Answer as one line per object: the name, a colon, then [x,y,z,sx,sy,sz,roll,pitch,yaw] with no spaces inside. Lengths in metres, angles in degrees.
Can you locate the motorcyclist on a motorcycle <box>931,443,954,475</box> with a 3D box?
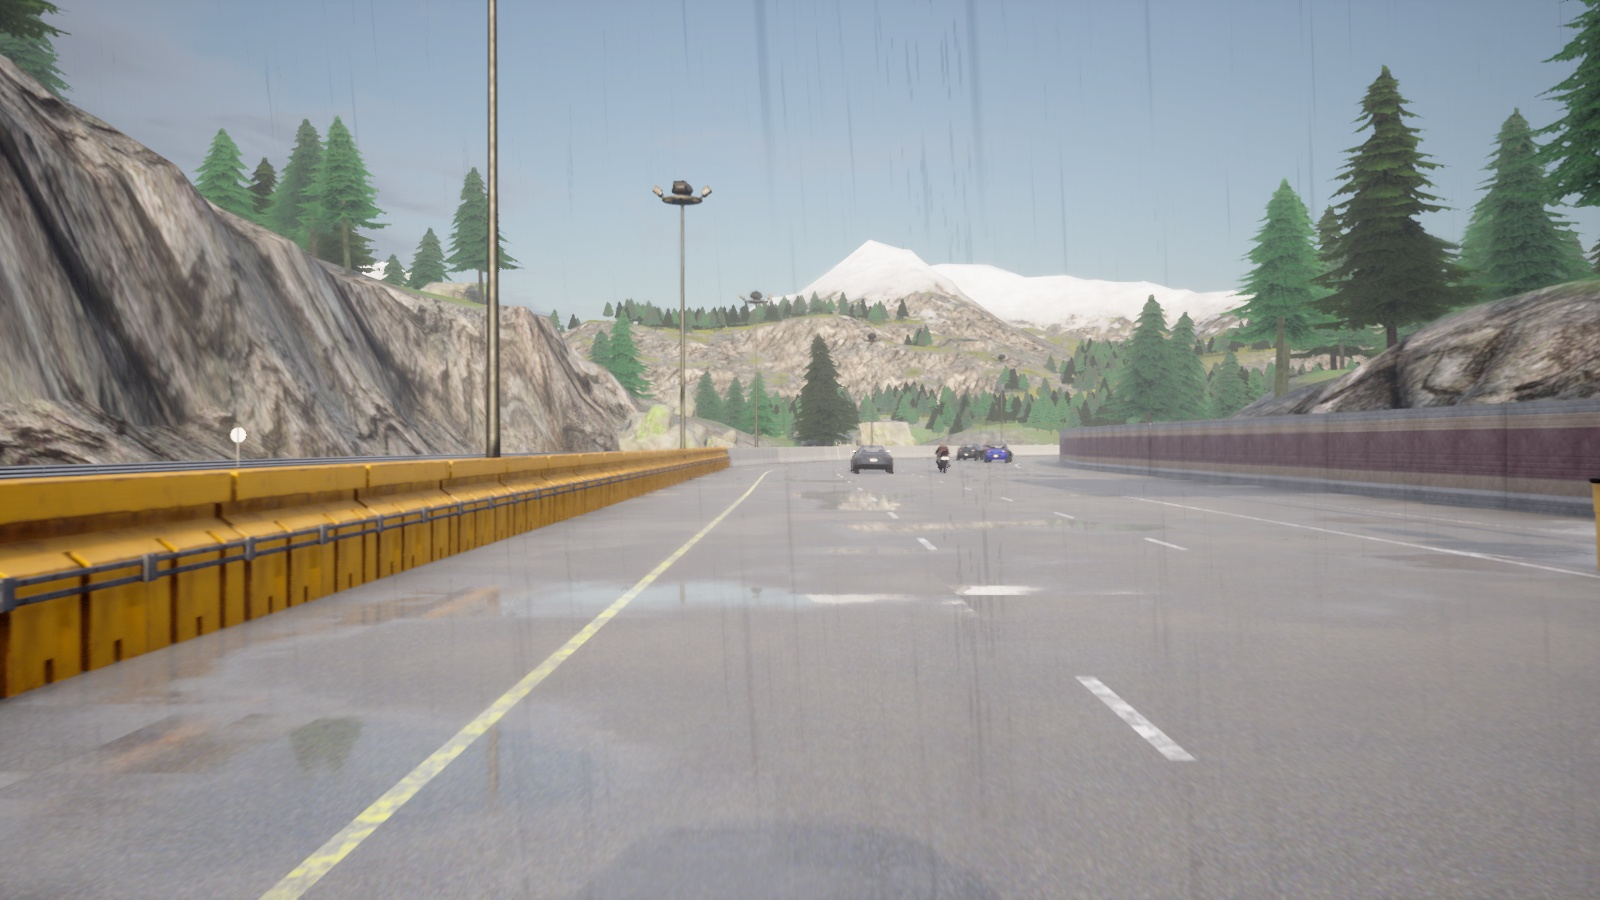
motorcyclist on a motorcycle: [7.066,0.436,62.360,0.866,1.530,2.191,0,0,1]

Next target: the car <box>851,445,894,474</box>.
car: [3.591,0.459,62.842,1.994,1.385,4.181,0,0,1]

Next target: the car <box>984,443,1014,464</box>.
car: [14.943,0.242,94.053,1.816,1.474,4.193,0,0,15]
